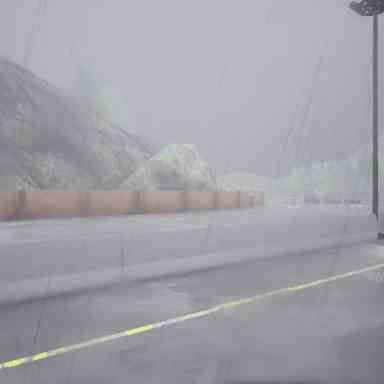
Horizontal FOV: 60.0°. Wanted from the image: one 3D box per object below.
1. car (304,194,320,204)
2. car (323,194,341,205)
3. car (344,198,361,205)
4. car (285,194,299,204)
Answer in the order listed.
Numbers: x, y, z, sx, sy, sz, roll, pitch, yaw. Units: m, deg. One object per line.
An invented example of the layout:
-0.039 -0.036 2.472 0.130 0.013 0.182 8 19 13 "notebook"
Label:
22.137 1.324 61.576 2.150 2.045 5.566 0 0 12 "car"
25.566 1.324 60.877 2.150 2.045 5.566 0 0 12 "car"
28.995 1.653 60.177 1.895 1.301 4.718 0 0 12 "car"
18.707 1.324 62.276 2.150 2.045 5.566 0 0 12 "car"
